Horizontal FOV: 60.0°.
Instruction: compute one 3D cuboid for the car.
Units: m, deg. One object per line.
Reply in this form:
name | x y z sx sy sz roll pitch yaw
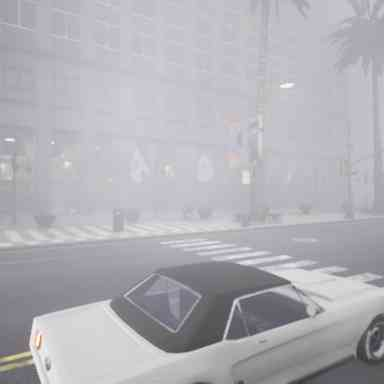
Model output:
car | 0.644 1.598 4.233 4.718 1.301 1.895 0 0 -32
